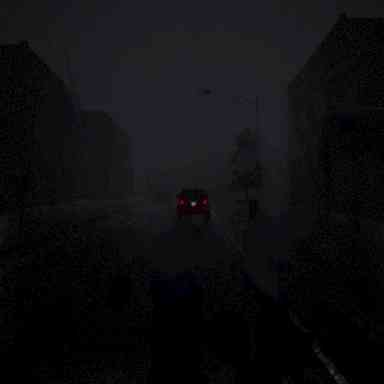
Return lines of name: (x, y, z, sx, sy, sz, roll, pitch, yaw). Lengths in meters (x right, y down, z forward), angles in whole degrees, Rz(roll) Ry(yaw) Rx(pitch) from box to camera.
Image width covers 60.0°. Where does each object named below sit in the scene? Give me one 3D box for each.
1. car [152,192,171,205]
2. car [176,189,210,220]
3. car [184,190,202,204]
car: (-3.508, 0.743, 39.085, 1.994, 1.385, 4.181, 0, 1, 0)
car: (0.096, 0.762, 23.232, 2.150, 2.045, 5.566, 0, 1, 0)
car: (0.093, 0.602, 41.604, 2.128, 1.511, 4.902, 0, 1, 0)
